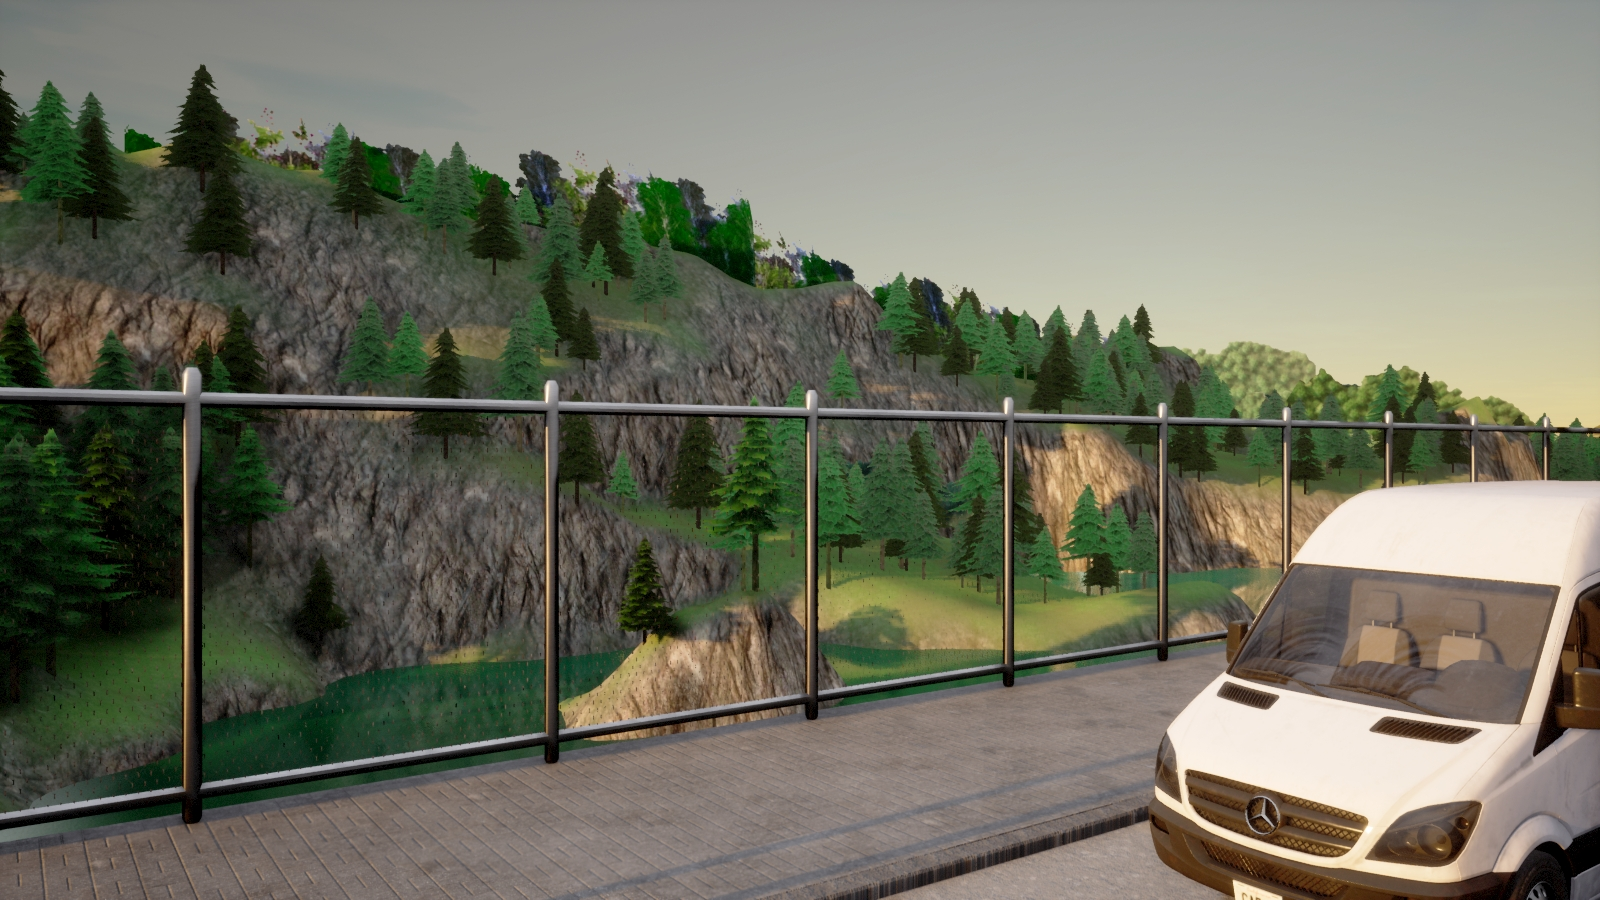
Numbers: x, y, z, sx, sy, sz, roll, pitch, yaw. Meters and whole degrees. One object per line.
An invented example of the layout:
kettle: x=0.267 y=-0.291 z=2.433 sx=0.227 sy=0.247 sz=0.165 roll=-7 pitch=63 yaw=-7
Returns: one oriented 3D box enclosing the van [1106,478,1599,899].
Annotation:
van: x=4.843 y=1.531 z=7.777 sx=5.915 sy=2.561 sz=1.988 roll=0 pitch=0 yaw=-35
